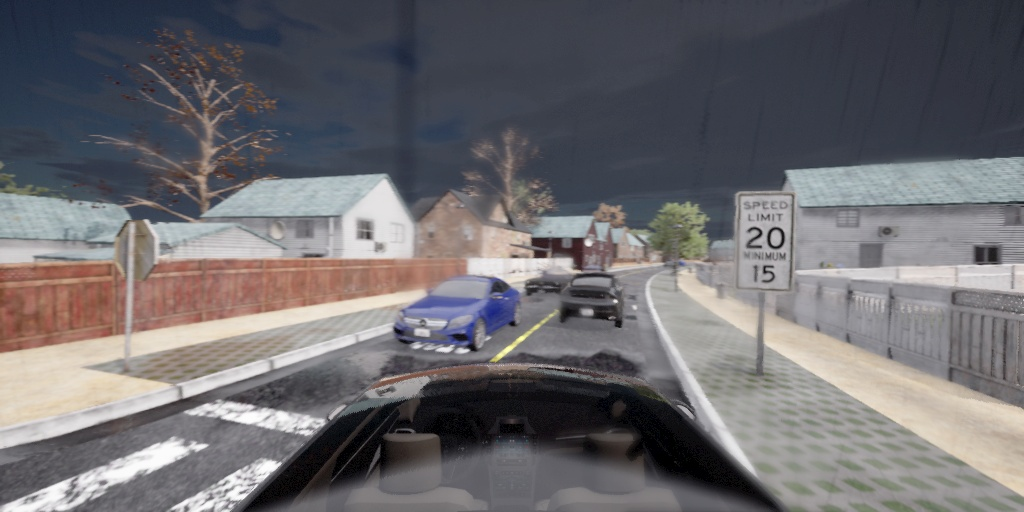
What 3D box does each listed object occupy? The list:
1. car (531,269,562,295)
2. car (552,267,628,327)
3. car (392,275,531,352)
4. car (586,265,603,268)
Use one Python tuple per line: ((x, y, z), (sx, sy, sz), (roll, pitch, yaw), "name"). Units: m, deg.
((2.141, 1.380, 18.880), (1.895, 1.301, 4.718), (2, 0, 20), "car")
((2.829, 1.319, 12.093), (1.837, 1.490, 4.892), (2, 0, 18), "car")
((-1.050, 1.224, 9.091), (1.812, 1.442, 4.674), (2, 0, 17), "car")
((7.371, 1.469, 32.341), (1.994, 1.385, 4.181), (2, 0, 23), "car")
